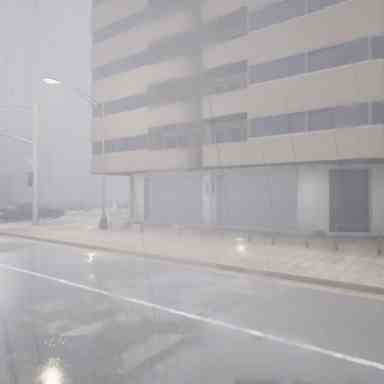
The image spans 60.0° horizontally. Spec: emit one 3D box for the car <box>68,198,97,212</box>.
[{"bbox_3d":[-13.720,1.565,38.017,1.837,1.490,4.892,0,0,37],"label":"car"}]

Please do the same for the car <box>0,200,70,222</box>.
[{"bbox_3d":[-13.040,1.595,26.841,2.033,1.411,5.357,0,0,37],"label":"car"}]

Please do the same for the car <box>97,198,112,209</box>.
[{"bbox_3d":[-12.920,1.572,44.975,1.837,1.490,4.892,0,0,37],"label":"car"}]

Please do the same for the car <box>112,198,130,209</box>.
[{"bbox_3d":[-8.094,1.538,45.607,1.882,1.535,5.008,0,0,37],"label":"car"}]
